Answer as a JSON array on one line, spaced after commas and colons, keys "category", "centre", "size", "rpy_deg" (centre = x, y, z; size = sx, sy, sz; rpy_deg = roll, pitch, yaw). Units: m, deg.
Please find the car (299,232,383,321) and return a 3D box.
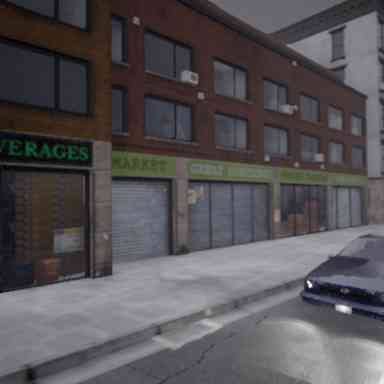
[{"category": "car", "centre": [4.580, 1.674, 7.623], "size": [5.357, 1.411, 2.033], "rpy_deg": [1, -2, -43]}]
